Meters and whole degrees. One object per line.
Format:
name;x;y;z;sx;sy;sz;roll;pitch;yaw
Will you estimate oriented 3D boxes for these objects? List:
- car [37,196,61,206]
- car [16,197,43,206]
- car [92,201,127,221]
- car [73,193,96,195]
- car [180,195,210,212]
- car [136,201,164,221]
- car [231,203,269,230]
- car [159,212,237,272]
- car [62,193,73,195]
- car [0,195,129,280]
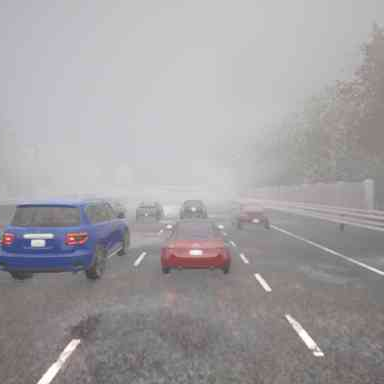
car;-24.495;1.494;57.236;1.882;1.535;5.008;0;0;1
car;-27.982;1.564;57.445;2.033;1.411;5.357;0;0;0
car;-6.886;1.527;28.359;1.812;1.442;4.674;0;0;0
car;-17.509;1.235;55.842;2.150;2.045;5.566;0;0;1
car;0.114;1.352;27.029;2.097;1.767;4.553;0;0;0
car;-3.384;1.492;27.253;2.128;1.511;4.902;0;0;0
car;3.511;1.410;20.551;1.812;1.442;4.674;0;0;0
car;0.107;1.561;10.758;1.994;1.385;4.181;0;0;0
car;-21.008;1.237;56.544;2.150;2.045;5.566;0;0;1
car;-3.397;1.219;10.026;2.150;2.045;5.566;0;0;0
